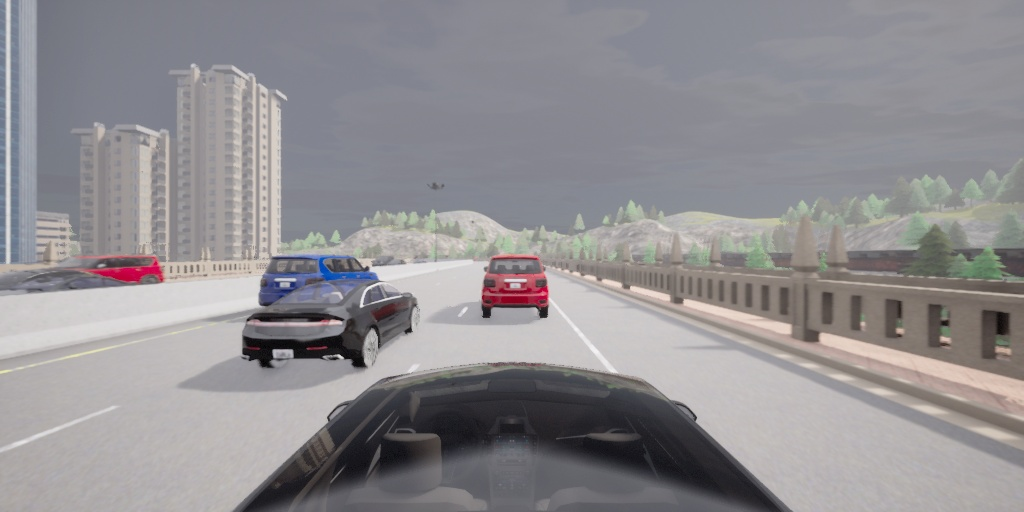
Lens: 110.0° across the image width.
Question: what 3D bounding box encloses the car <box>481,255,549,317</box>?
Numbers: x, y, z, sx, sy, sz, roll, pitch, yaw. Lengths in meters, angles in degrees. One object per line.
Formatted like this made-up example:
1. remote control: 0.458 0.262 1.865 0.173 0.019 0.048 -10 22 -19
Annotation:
1. car: 0.100 0.972 13.279 2.150 2.045 5.566 0 0 0

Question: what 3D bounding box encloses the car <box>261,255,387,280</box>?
1. car: -6.899 0.972 13.572 2.150 2.045 5.566 0 0 0

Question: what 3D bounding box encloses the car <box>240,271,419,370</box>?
1. car: -3.398 1.242 7.746 2.128 1.511 4.902 0 0 0

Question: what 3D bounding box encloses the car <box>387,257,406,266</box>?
1. car: -17.550 1.270 54.623 1.837 1.490 4.892 0 0 0

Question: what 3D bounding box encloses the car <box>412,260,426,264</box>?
1. car: -14.053 1.330 54.316 1.994 1.385 4.181 0 0 0

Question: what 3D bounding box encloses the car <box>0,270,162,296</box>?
1. car: -14.100 1.313 11.220 1.994 1.385 4.181 0 0 0

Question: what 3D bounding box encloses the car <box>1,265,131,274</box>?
1. car: -17.599 1.254 13.160 1.837 1.490 4.892 0 0 0

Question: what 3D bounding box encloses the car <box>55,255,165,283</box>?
1. car: -21.107 0.970 18.317 2.150 2.045 5.566 0 0 1
